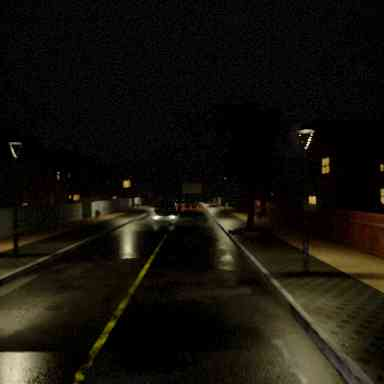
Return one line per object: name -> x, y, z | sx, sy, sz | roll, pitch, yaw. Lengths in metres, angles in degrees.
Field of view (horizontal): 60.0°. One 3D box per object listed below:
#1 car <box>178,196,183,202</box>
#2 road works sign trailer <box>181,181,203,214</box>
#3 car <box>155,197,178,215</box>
car -> -2.770, 1.791, 77.020 | 1.837, 1.490, 4.892 | 0, -1, 0
road works sign trailer -> -0.010, 0.599, 37.502 | 2.380, 3.560, 2.880 | 0, 0, 0
car -> -2.854, 1.603, 35.758 | 1.882, 1.535, 5.008 | 0, 0, 0
